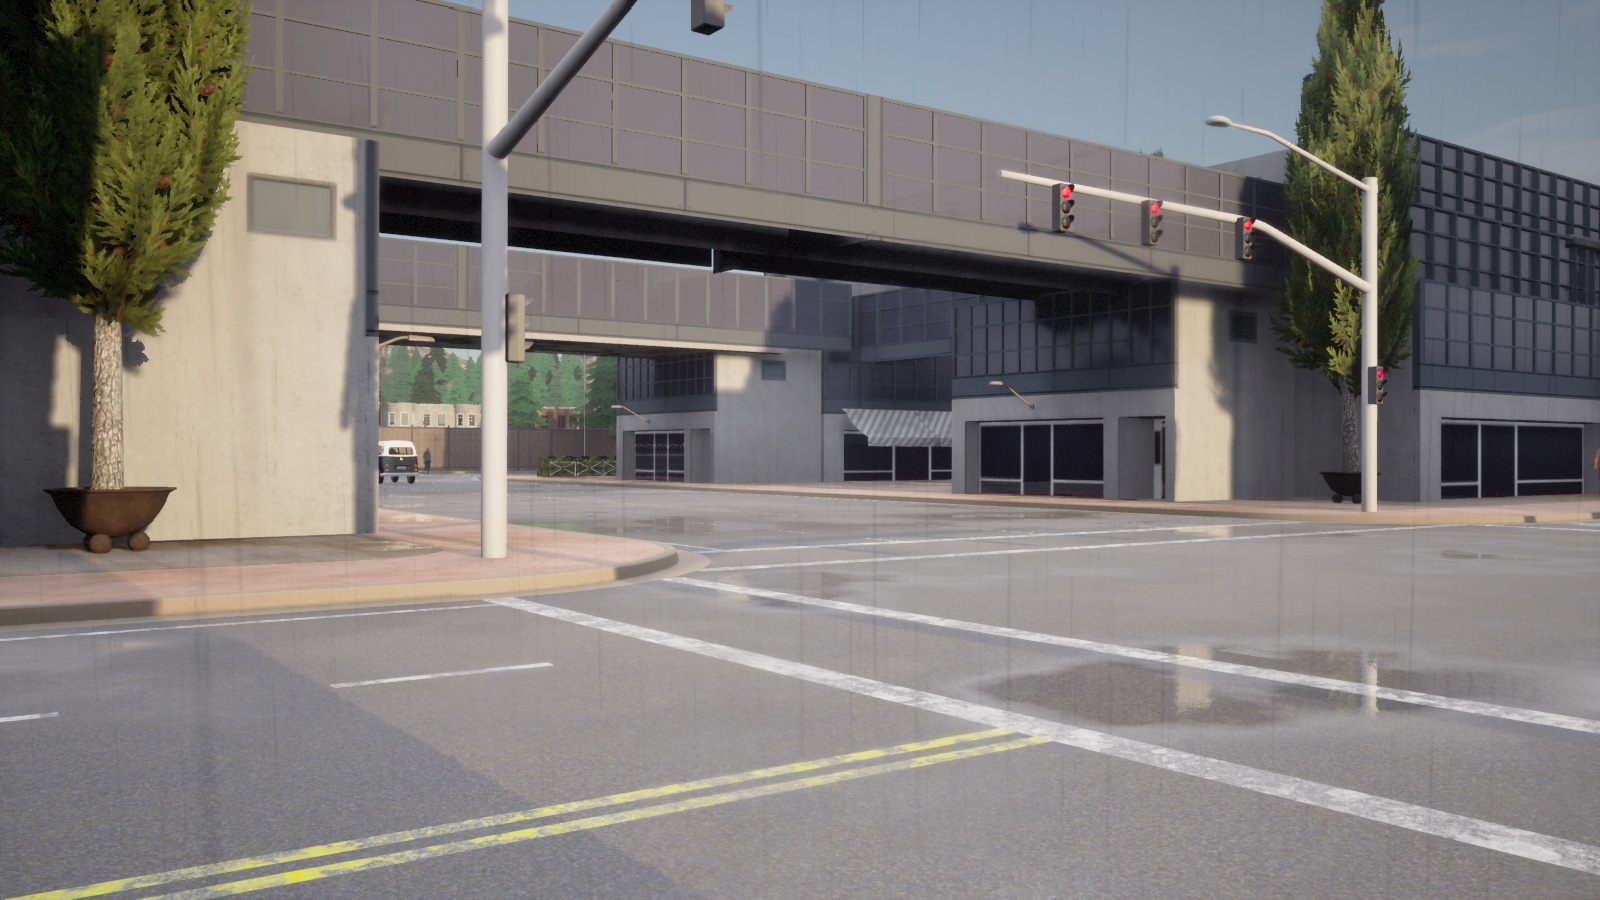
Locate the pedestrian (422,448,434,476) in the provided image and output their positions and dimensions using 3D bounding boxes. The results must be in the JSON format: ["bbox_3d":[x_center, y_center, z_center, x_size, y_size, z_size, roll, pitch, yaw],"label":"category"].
[{"bbox_3d":[-24.189,0.774,81.600,0.540,1.848,0.694,0,0,-41],"label":"pedestrian"}]

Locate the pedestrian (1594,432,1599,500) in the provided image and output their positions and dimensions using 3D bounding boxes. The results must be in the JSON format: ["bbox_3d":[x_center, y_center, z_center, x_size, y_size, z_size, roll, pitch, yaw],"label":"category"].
[{"bbox_3d":[22.016,0.441,34.293,0.594,1.836,0.345,0,0,-36],"label":"pedestrian"}]

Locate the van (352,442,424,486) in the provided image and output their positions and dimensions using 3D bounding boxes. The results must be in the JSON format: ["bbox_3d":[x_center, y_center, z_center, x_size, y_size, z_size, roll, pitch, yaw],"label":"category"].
[{"bbox_3d":[-19.892,0.659,60.537,2.069,2.038,4.480,0,0,-35],"label":"van"}]
